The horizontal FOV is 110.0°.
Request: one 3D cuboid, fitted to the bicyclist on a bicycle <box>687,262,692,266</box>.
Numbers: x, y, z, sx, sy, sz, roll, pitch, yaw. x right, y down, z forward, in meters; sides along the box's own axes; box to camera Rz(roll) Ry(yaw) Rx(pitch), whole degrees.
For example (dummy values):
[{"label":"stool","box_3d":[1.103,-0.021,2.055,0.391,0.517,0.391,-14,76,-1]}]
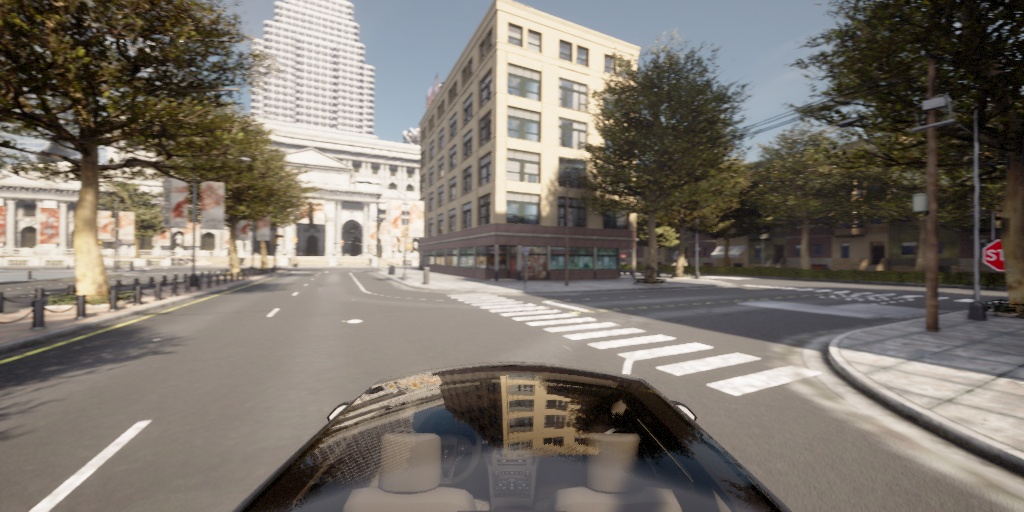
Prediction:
[{"label":"bicyclist on a bicycle","box_3d":[27.461,1.757,55.686,1.656,1.620,0.582,0,0,-26]}]
